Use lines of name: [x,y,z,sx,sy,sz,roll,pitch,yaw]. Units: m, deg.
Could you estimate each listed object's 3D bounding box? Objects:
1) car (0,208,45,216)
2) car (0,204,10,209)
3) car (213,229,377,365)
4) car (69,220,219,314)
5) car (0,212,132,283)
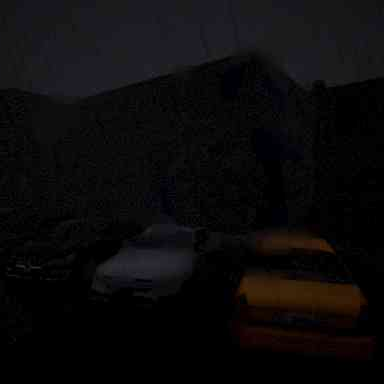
car: [-5.292,1.444,11.177,2.163,1.488,4.792,1,0,15]
car: [-7.674,1.396,12.912,2.231,1.521,4.892,1,0,15]
car: [1.931,1.471,6.285,1.946,1.575,5.366,0,-1,15]
car: [-0.502,1.493,7.807,2.002,1.452,4.674,1,0,15]
car: [-2.885,1.435,9.512,2.231,1.521,4.892,1,0,15]
